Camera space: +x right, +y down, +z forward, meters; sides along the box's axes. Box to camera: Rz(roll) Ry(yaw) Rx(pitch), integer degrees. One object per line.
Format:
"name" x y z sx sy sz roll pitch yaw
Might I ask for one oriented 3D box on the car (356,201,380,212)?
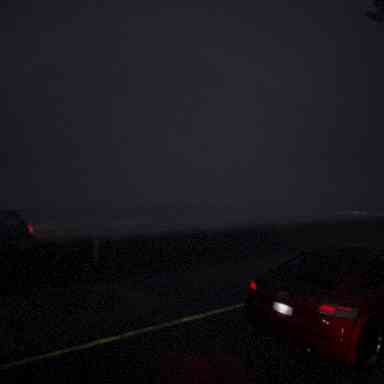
"car" 25.689 2.062 48.290 4.902 1.511 2.128 1 -1 -35

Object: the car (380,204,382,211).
"car" 28.410 2.086 45.927 4.892 1.490 1.837 1 -1 -35

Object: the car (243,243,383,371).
"car" 2.898 1.629 5.840 4.181 1.385 1.994 1 0 -36

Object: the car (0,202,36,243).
"car" -7.845 1.354 11.287 4.553 1.767 2.097 1 0 -36

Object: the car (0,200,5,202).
"car" -9.914 1.354 14.111 4.553 1.767 2.097 1 0 -36

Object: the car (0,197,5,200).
"car" -12.233 1.220 16.754 5.566 2.045 2.150 1 -1 -36
